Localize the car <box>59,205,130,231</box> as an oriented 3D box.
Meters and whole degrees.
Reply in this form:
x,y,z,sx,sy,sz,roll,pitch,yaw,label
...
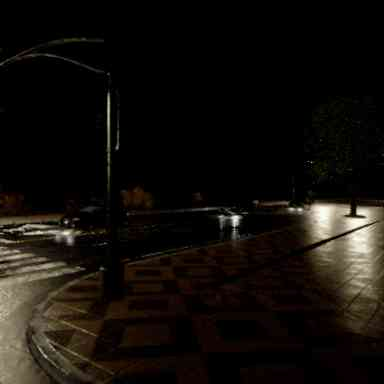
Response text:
x,y,z,sx,sy,sz,roll,pitch,yaw,label
-5.816,1.506,20.177,1.994,1.385,4.181,1,1,38,car

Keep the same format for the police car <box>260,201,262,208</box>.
x,y,z,sx,sy,sz,roll,pitch,yaw,label
6.853,1.369,41.430,2.038,1.542,4.974,1,1,38,police car

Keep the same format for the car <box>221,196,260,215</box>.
x,y,z,sx,sy,sz,roll,pitch,yaw,label
4.762,1.450,33.654,1.812,1.442,4.674,1,1,38,car

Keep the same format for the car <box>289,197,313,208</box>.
x,y,z,sx,sy,sz,roll,pitch,yaw,label
15.582,1.460,47.293,2.033,1.411,5.357,1,1,38,car
